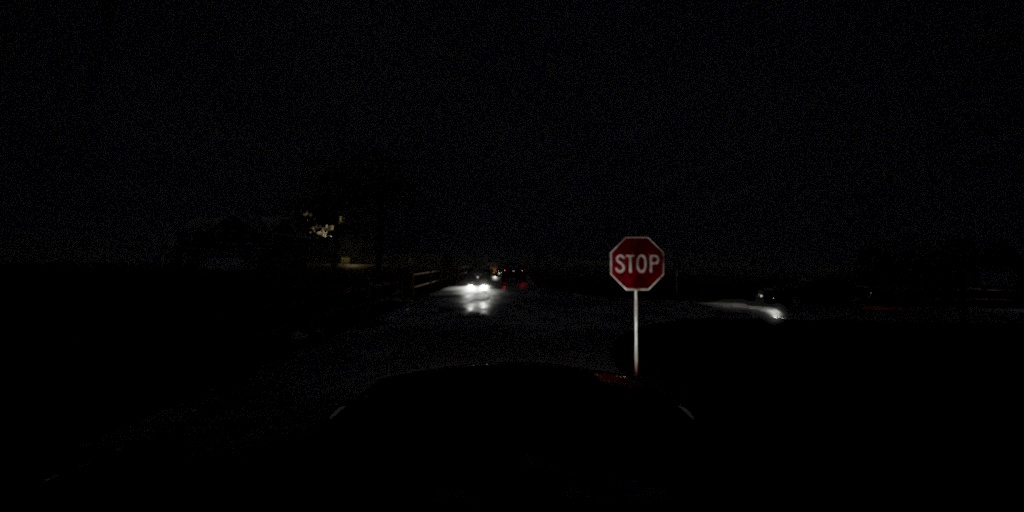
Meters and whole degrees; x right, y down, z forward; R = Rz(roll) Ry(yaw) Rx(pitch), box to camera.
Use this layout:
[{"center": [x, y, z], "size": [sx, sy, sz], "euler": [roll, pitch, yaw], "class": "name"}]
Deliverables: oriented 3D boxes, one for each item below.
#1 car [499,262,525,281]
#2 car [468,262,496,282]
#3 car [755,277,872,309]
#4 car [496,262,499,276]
[{"center": [0.148, 1.393, 34.049], "size": [2.097, 1.767, 4.553], "euler": [0, -1, 0], "class": "car"}, {"center": [-2.805, 1.510, 31.868], "size": [2.128, 1.511, 4.902], "euler": [0, -1, 0], "class": "car"}, {"center": [14.618, 1.750, 17.561], "size": [4.892, 1.490, 1.837], "euler": [1, -2, 0], "class": "car"}, {"center": [-2.783, 1.638, 45.013], "size": [1.882, 1.535, 5.008], "euler": [0, -1, 0], "class": "car"}]
